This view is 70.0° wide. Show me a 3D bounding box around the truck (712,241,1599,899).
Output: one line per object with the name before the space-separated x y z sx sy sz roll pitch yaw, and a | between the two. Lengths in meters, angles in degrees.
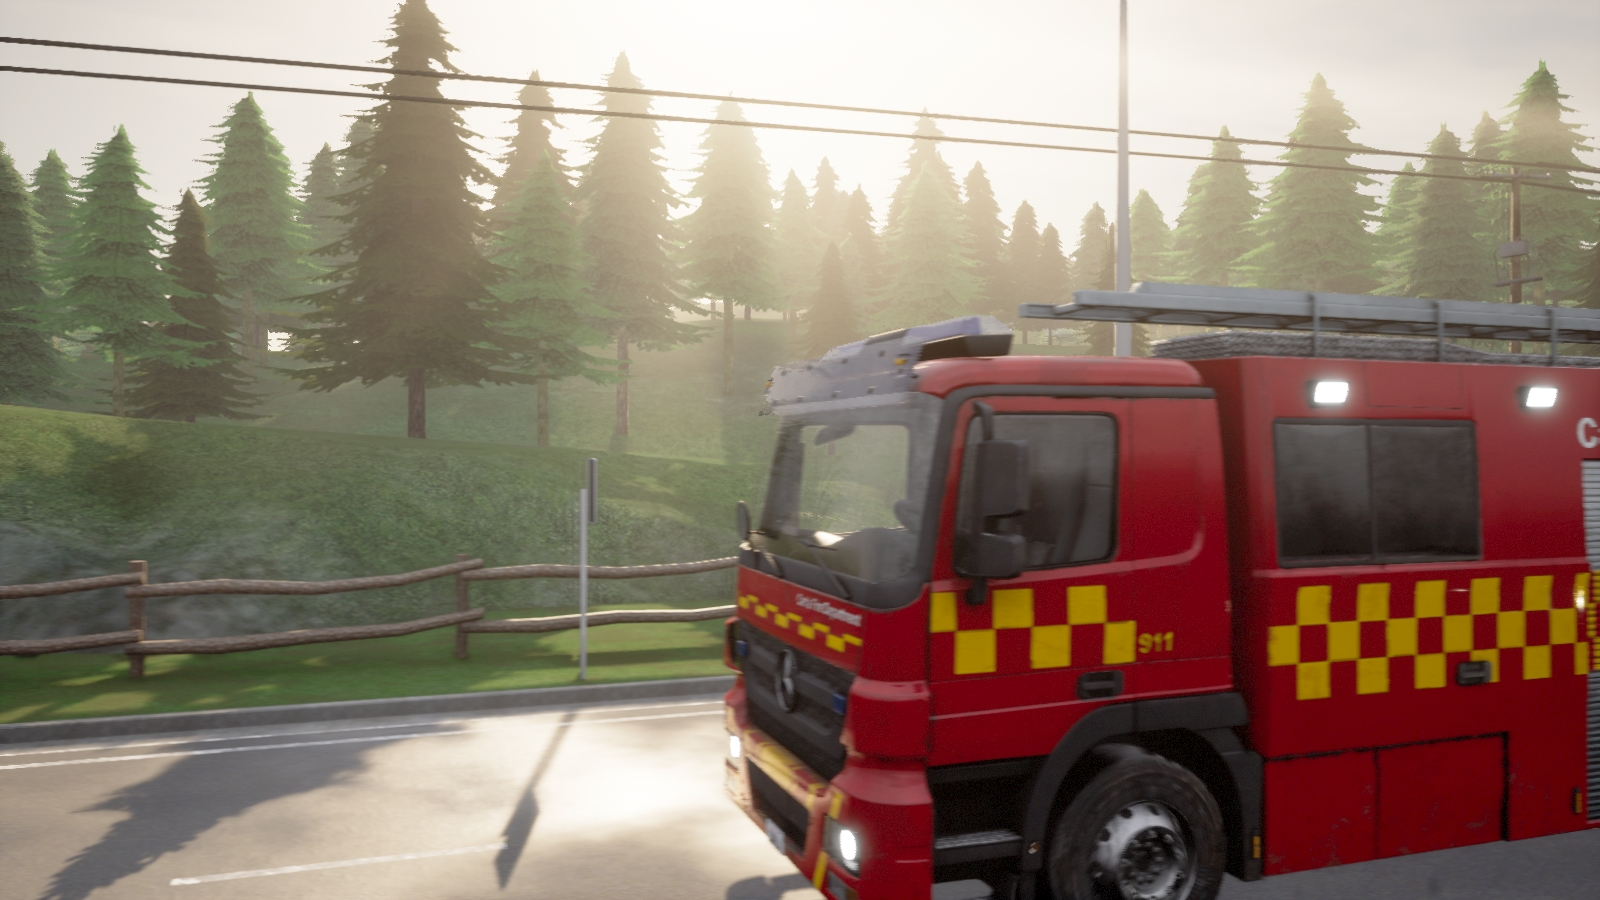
truck | 3.840 0.902 8.349 8.468 3.827 2.891 0 0 -19
